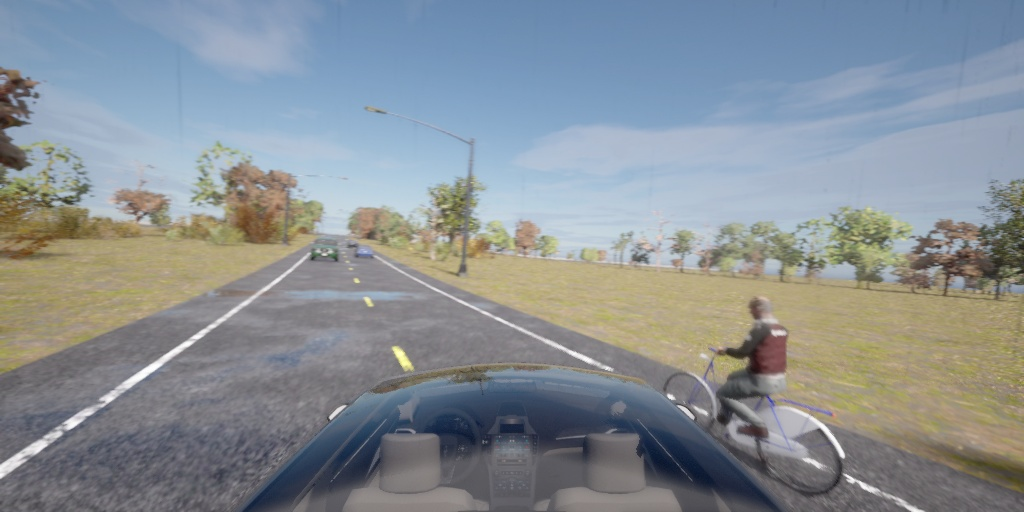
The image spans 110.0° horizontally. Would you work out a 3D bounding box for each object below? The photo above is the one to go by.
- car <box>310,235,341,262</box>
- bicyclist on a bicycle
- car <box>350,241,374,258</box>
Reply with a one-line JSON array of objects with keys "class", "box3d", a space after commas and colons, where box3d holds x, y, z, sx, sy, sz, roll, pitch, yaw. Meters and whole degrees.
[{"class": "car", "box3d": [-16.590, -0.636, 31.938, 2.150, 2.045, 5.566, 4, 2, -26]}, {"class": "bicyclist on a bicycle", "box3d": [2.421, 1.290, 3.872, 0.659, 1.776, 1.843, 4, 0, -27]}, {"class": "car", "box3d": [-16.765, -0.557, 40.541, 2.033, 1.411, 5.357, 4, 2, -27]}]
